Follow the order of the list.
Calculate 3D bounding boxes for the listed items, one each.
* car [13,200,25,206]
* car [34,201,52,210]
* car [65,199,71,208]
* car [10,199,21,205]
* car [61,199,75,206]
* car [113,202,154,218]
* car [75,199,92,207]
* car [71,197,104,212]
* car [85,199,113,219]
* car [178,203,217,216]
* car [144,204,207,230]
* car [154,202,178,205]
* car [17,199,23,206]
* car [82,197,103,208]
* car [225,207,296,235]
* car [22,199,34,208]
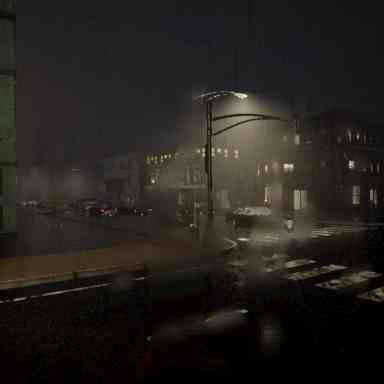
[{"bbox_3d":[-41.411,2.548,79.613,2.008,1.369,4.403,-1,0,-36],"label":"car"},{"bbox_3d":[-25.218,2.233,56.959,1.752,1.417,4.829,-1,0,-36],"label":"car"},{"bbox_3d":[-21.440,2.230,61.646,1.994,1.385,4.181,-1,0,-36],"label":"car"},{"bbox_3d":[-44.629,2.598,84.115,1.887,1.381,4.507,-1,0,-36],"label":"car"},{"bbox_3d":[-28.156,2.364,75.482,1.947,1.339,4.313,-1,0,-36],"label":"car"},{"bbox_3d":[-6.227,1.964,34.869,1.895,1.301,4.718,-1,0,-36],"label":"car"},{"bbox_3d":[-21.719,2.228,66.475,1.887,1.381,4.507,-1,0,-36],"label":"car"},{"bbox_3d":[-14.761,1.749,46.861,2.150,2.045,5.566,-1,0,-35],"label":"car"},{"bbox_3d":[-9.224,1.847,34.583,1.967,1.590,4.097,-1,0,-36],"label":"car"},{"bbox_3d":[0.813,1.810,34.955,2.008,1.369,4.403,-2,0,-36],"label":"car"},{"bbox_3d":[-1.250,1.815,23.224,1.947,1.339,4.313,-2,0,-36],"label":"car"},{"bbox_3d":[-2.405,1.904,39.459,1.802,1.307,4.206,-2,0,-36],"label":"car"},{"bbox_3d":[-38.194,2.380,75.109,1.967,1.590,4.097,-1,0,-36],"label":"car"},{"bbox_3d":[-18.505,1.940,61.972,2.192,1.841,5.009,-1,0,-36],"label":"car"},{"bbox_3d":[4.002,1.646,20.118,2.128,1.511,4.902,-1,0,-32],"label":"car"},{"bbox_3d":[-31.754,2.376,66.104,2.008,1.369,4.403,-1,0,-36],"label":"car"}]
